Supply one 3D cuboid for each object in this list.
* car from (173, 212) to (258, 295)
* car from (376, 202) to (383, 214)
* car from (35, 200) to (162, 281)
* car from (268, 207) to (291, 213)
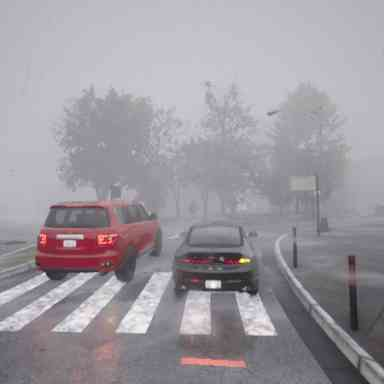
[{"bbox_3d":[0.682,1.512,8.807,1.837,1.490,4.892,-1,0,6],"label":"car"},{"bbox_3d":[25.770,2.139,44.456,1.882,1.535,5.008,-2,-3,29],"label":"car"},{"bbox_3d":[-2.433,1.264,10.145,2.150,2.045,5.566,-1,0,7],"label":"car"},{"bbox_3d":[19.179,4.027,72.843,4.902,1.511,2.128,-3,-6,37],"label":"car"}]
